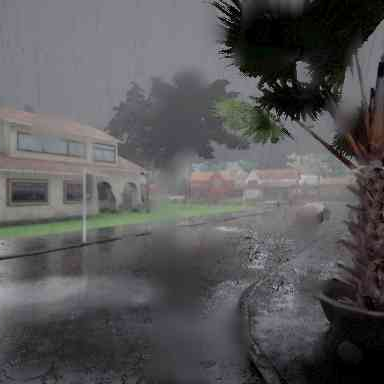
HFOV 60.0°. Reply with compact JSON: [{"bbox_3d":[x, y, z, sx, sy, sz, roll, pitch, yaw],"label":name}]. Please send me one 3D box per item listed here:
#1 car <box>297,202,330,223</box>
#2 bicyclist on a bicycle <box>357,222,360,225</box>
[{"bbox_3d":[9.365,1.525,25.542,1.812,1.442,4.674,0,0,30],"label":"car"},{"bbox_3d":[9.386,1.349,17.135,1.656,1.620,0.582,0,0,30],"label":"bicyclist on a bicycle"}]
